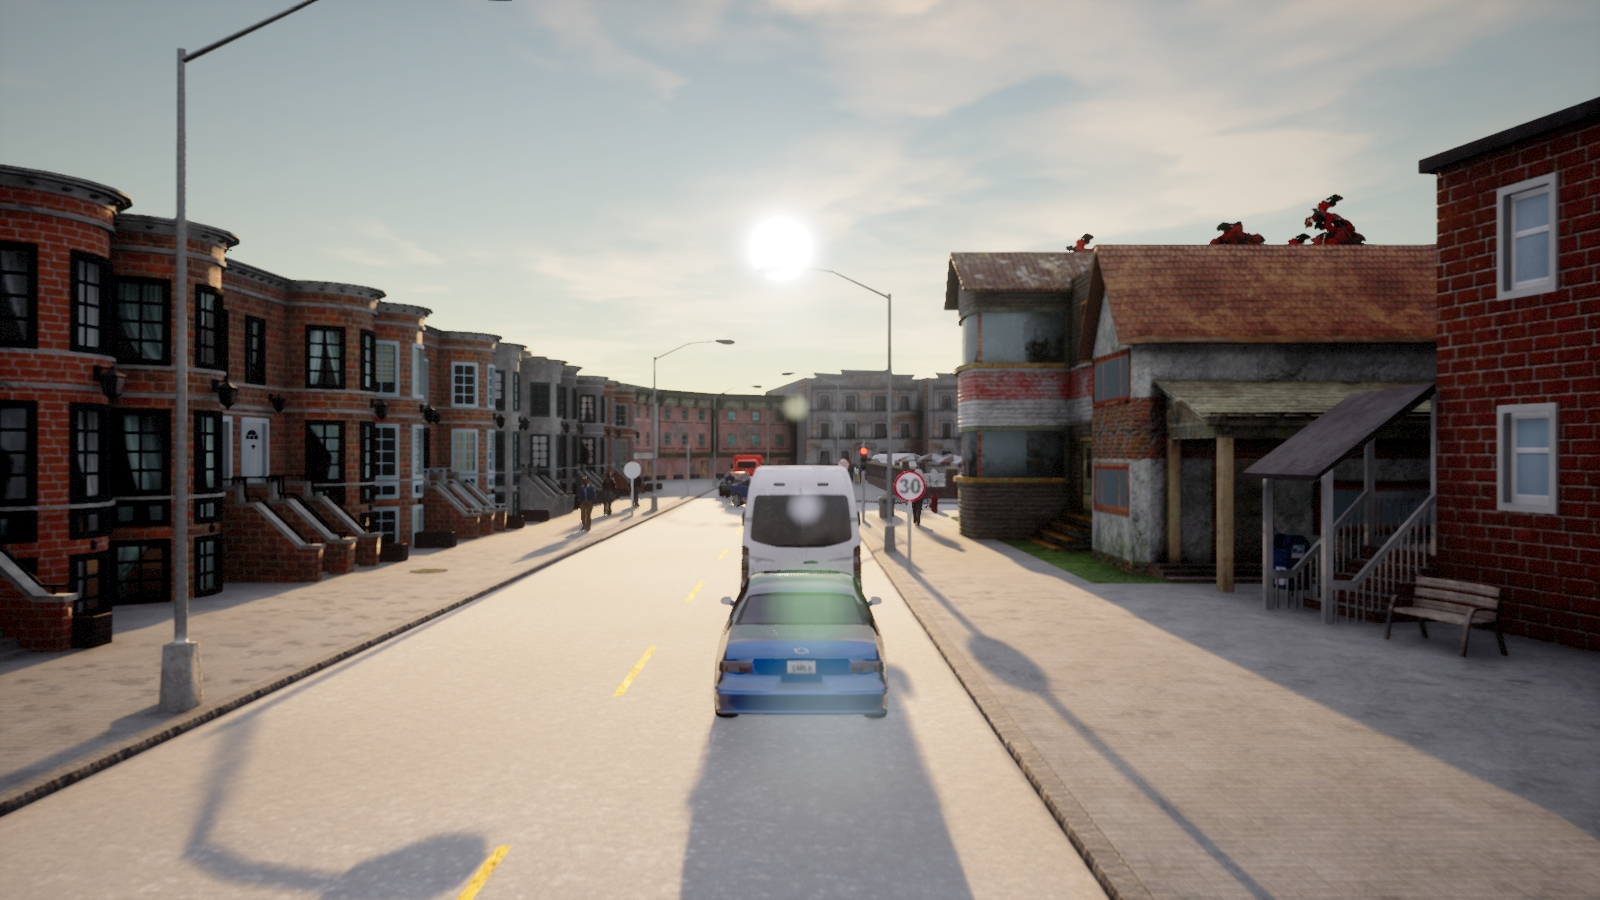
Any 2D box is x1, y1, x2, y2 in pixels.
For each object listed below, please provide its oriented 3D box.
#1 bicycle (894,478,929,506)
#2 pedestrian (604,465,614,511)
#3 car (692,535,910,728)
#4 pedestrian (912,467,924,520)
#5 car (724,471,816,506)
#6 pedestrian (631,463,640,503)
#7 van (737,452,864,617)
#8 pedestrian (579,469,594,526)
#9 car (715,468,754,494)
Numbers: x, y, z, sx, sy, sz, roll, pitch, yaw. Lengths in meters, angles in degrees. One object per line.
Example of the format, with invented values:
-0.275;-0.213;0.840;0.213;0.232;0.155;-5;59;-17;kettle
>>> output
5.258;1.973;53.951;1.643;1.296;0.373;0;-1;5;bicycle
-7.801;1.556;46.675;0.375;1.860;0.375;0;0;1;pedestrian
0.012;1.896;13.379;2.033;1.411;5.357;0;0;0;car
4.190;1.552;40.671;0.375;1.860;0.375;0;0;-2;pedestrian
-1.560;1.852;56.302;2.097;1.535;5.006;0;0;-35;car
-7.789;1.563;54.141;0.375;1.860;0.375;0;0;6;pedestrian
0.015;1.329;20.832;1.988;2.561;5.915;0;0;0;van
-7.044;1.551;37.624;0.375;1.860;0.375;0;0;11;pedestrian
-3.955;1.875;70.065;2.128;1.511;4.902;0;0;0;car
